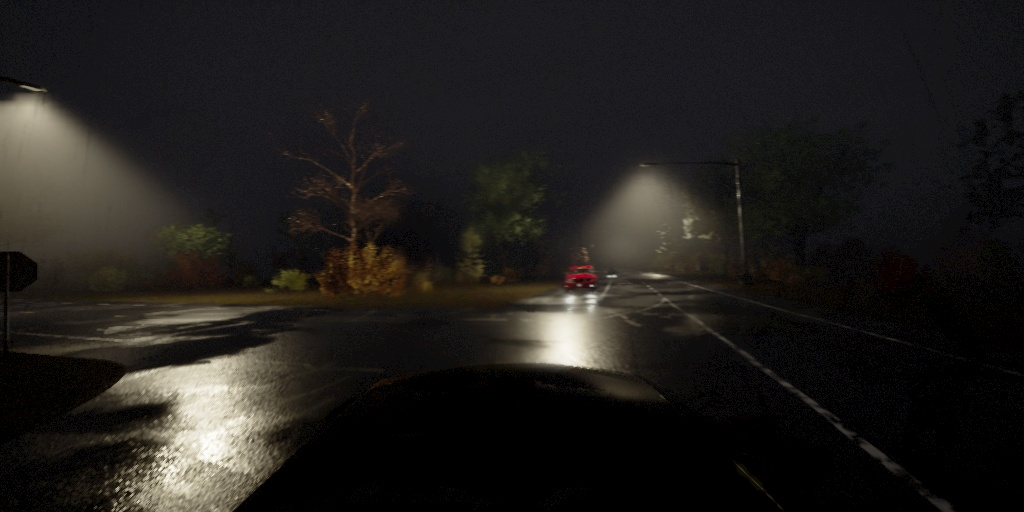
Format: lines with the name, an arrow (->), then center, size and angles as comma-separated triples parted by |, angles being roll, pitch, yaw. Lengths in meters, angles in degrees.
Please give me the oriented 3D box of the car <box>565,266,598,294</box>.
car -> 5.655, 1.835, 28.811 | 2.150, 2.045, 5.566 | -3, -2, 17
